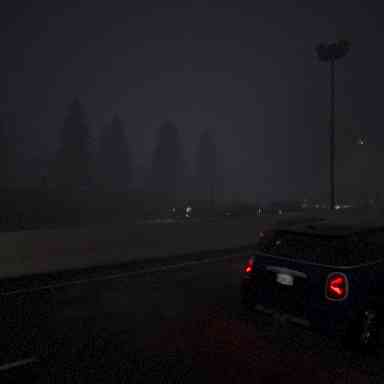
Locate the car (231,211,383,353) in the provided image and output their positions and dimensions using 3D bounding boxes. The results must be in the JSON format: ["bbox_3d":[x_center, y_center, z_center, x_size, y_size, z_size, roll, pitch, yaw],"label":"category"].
[{"bbox_3d":[3.075,1.369,6.458,4.553,1.767,2.097,0,0,-39],"label":"car"}]

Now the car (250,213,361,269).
[{"bbox_3d":[4.227,1.593,12.052,4.181,1.385,1.994,0,0,-42],"label":"car"}]

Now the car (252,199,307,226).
[{"bbox_3d":[6.566,1.408,24.555,2.097,1.767,4.553,0,0,42],"label":"car"}]
